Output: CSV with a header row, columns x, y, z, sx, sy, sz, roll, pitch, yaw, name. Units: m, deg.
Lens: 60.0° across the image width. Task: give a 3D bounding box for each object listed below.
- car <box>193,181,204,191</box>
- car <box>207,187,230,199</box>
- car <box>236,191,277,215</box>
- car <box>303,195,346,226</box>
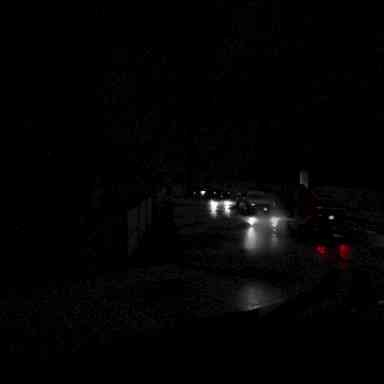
x,y,z,sx,sy,sz,roll,pitch,yaw,name
0.865,-1.141,57.614,2.097,1.767,4.553,1,2,-6,car
2.897,0.072,37.045,1.895,1.301,4.718,1,3,-6,car
4.343,0.675,23.057,1.812,1.442,4.674,1,3,-6,car
6.898,0.896,18.561,2.128,1.511,4.902,1,3,3,car
